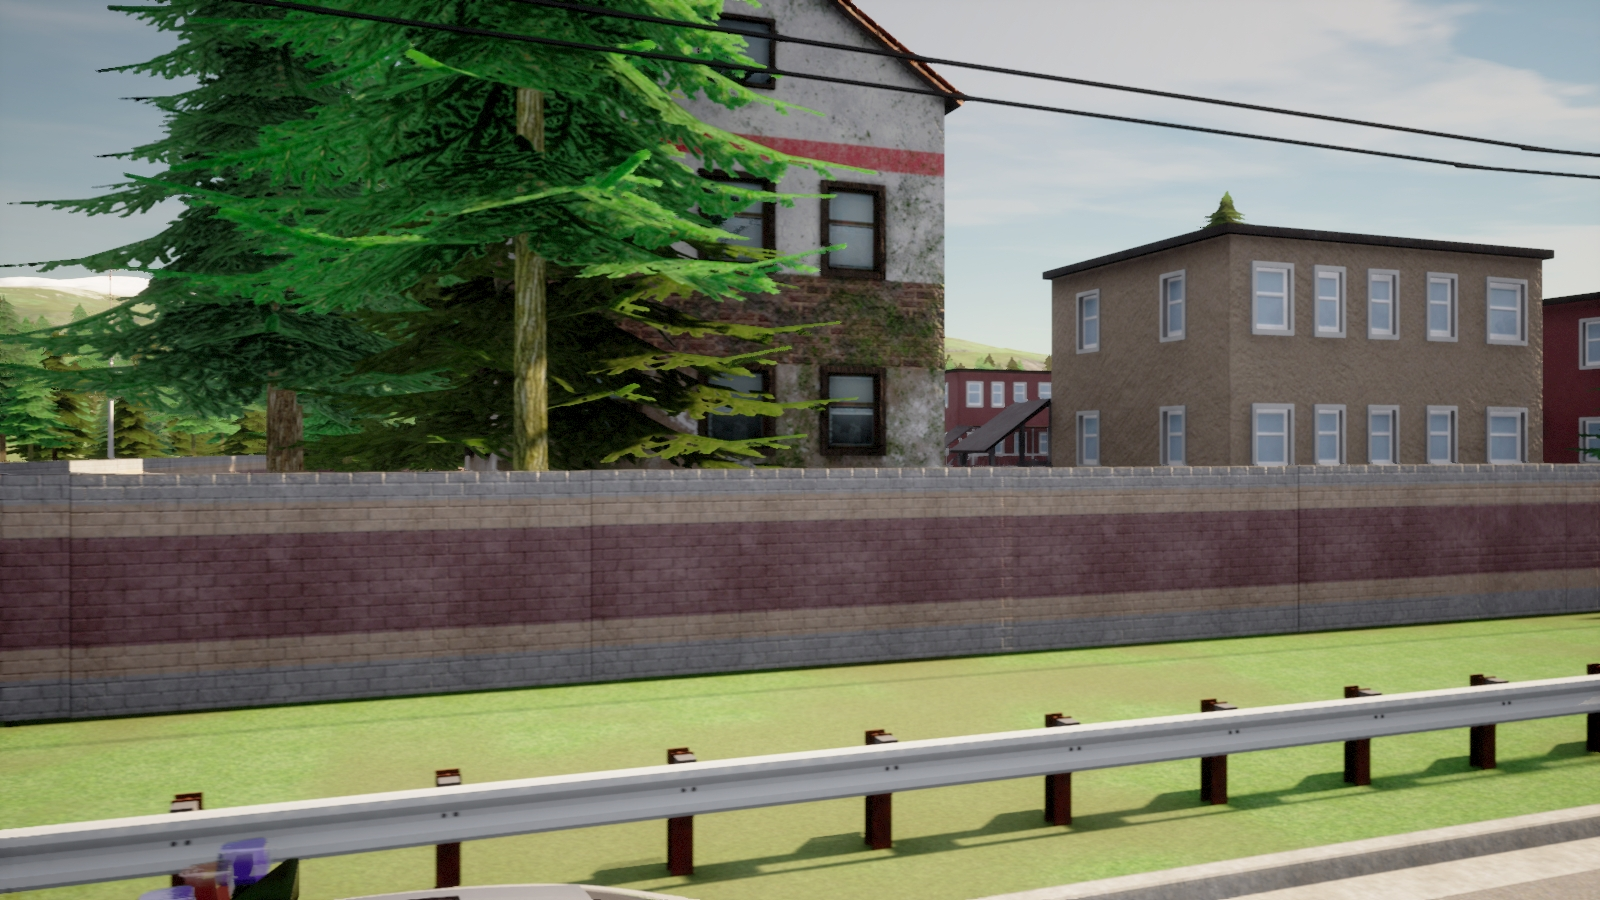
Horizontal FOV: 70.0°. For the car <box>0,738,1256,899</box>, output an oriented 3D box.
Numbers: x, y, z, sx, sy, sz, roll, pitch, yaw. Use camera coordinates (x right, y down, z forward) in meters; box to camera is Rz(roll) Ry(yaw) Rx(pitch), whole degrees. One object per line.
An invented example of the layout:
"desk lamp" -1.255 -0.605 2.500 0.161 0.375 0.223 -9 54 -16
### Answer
"car" -1.528 1.982 2.746 5.238 1.638 2.097 0 0 -20
